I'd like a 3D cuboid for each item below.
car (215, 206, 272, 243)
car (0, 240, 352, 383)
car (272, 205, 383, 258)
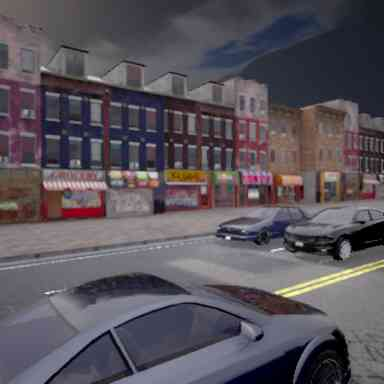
[{"bbox_3d":[3.525,1.303,14.225,5.357,1.411,2.033,-2,1,-36],"label":"car"},{"bbox_3d":[-0.335,1.532,3.206,4.181,1.385,1.994,-2,1,-36],"label":"car"},{"bbox_3d":[5.254,1.236,11.465,5.008,1.535,1.882,-2,1,-36],"label":"car"}]
